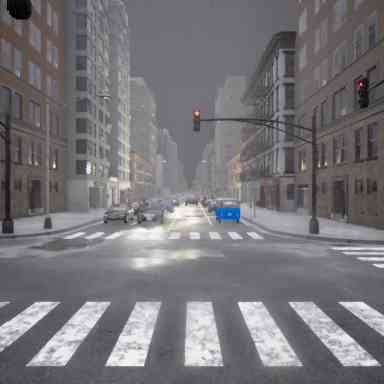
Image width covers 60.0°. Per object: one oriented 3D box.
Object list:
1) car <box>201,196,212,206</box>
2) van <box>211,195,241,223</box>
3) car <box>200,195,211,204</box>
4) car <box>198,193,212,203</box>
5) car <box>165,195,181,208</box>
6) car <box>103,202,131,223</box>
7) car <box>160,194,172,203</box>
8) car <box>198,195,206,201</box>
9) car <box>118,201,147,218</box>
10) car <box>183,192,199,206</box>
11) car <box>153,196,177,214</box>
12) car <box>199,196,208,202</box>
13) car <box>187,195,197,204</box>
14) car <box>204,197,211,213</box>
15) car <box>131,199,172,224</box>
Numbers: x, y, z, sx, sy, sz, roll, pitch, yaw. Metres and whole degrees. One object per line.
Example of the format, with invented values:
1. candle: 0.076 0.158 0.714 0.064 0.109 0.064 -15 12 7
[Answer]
1. car: 2.597 1.576 47.741 1.802 1.307 4.206 0 0 0
2. van: 2.615 1.340 25.016 1.690 1.788 3.998 0 0 0
3. car: 2.583 1.422 64.785 1.967 1.590 4.097 0 0 0
4. car: 2.593 1.305 53.422 2.192 1.841 5.009 0 0 0
5. car: -2.871 1.555 49.018 1.994 1.385 4.181 0 0 0
6. car: -5.410 1.549 25.000 2.008 1.369 4.403 0 0 0
7. car: -5.447 1.292 70.455 2.192 1.841 5.009 0 0 0
8. car: 2.564 1.530 87.510 1.947 1.339 4.313 0 0 0
9. car: -5.414 1.543 30.682 1.887 1.381 4.507 0 0 0
10. car: -0.047 1.341 55.113 2.097 1.767 4.553 0 0 0
11. car: -2.879 1.476 35.170 1.882 1.535 5.008 0 0 0
12. car: 2.574 1.524 76.147 2.008 1.369 4.403 0 0 0
13. car: -0.055 1.459 65.145 1.882 1.535 5.008 0 0 0
14. car: 2.606 1.580 36.378 1.802 1.307 4.206 0 0 0
15. car: -2.858 1.490 24.550 2.128 1.511 4.902 0 0 -1
